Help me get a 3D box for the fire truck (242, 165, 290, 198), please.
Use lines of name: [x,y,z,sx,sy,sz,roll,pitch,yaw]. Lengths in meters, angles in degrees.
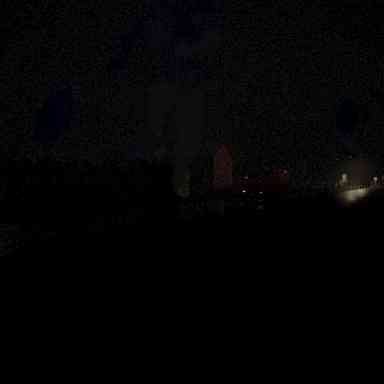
fire truck: [9.323,-1.343,41.187,2.891,3.827,8.468,3,4,36]
